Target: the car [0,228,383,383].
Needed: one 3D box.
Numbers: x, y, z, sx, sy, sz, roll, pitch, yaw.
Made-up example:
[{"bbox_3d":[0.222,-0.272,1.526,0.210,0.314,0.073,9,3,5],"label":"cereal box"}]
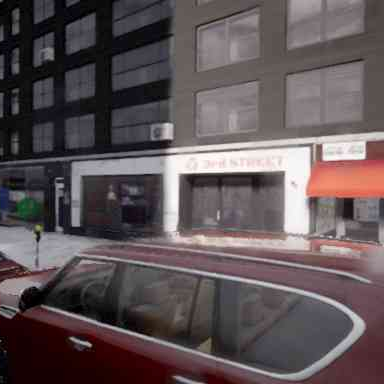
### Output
[{"bbox_3d":[-0.205,1.310,3.221,5.009,1.841,2.192,0,1,36],"label":"car"}]
